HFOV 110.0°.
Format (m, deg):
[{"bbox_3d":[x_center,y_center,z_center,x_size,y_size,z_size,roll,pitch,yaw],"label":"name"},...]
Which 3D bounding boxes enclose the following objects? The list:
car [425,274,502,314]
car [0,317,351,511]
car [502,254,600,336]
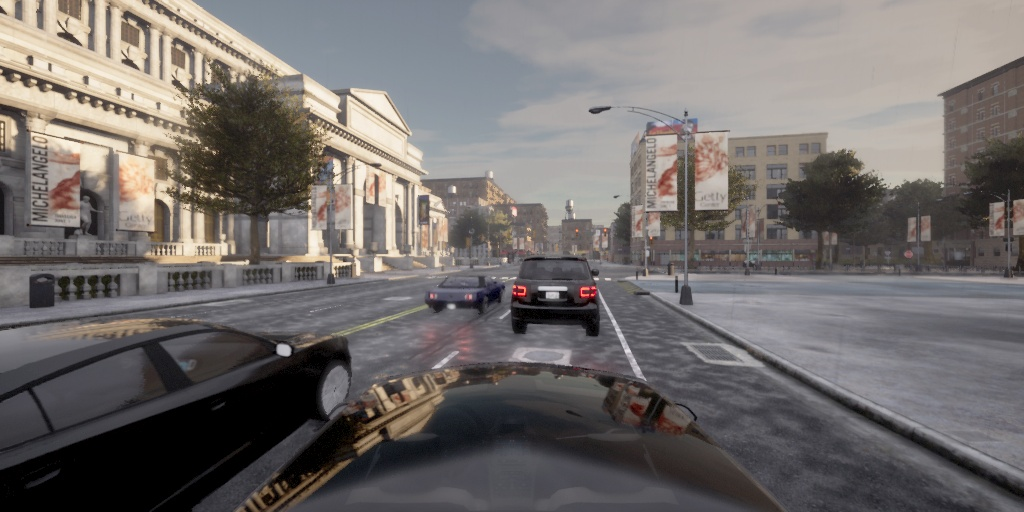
[{"bbox_3d":[-1.563,1.351,13.858,1.895,1.301,4.718,0,0,10],"label":"car"},{"bbox_3d":[-3.146,1.228,2.827,1.882,1.535,5.008,0,0,2],"label":"car"},{"bbox_3d":[1.382,0.971,10.644,2.150,2.045,5.566,0,0,10],"label":"car"}]
